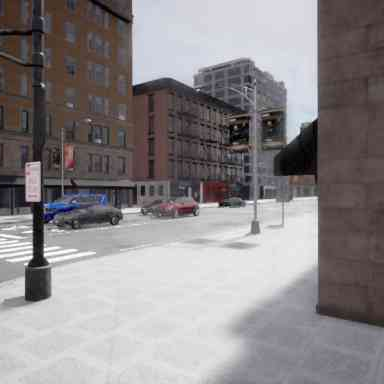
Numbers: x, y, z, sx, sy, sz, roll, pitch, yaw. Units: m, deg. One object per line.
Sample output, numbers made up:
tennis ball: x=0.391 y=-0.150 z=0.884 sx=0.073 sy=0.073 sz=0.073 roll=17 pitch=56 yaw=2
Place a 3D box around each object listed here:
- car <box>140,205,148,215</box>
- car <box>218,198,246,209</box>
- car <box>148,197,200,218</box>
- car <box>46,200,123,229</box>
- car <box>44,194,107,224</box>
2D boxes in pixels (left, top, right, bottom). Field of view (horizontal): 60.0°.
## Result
car: x=-2.899 y=1.429 z=32.041 sx=1.812 sy=1.442 sz=4.674 roll=0 pitch=0 yaw=35
car: x=5.270 y=1.443 z=43.592 sx=1.895 sy=1.301 sz=4.718 roll=0 pitch=0 yaw=35
car: x=-1.290 y=1.256 z=28.678 sx=2.097 sy=1.767 sz=4.553 roll=0 pitch=0 yaw=35
car: x=-6.507 y=1.468 z=21.285 sx=1.812 sy=1.442 sz=4.674 roll=0 pitch=0 yaw=37
car: x=-8.507 y=1.166 z=24.091 sx=2.150 sy=2.045 sz=5.566 roll=0 pitch=0 yaw=35
